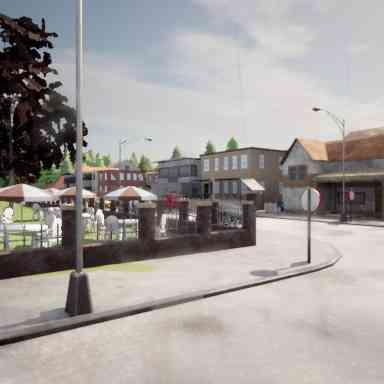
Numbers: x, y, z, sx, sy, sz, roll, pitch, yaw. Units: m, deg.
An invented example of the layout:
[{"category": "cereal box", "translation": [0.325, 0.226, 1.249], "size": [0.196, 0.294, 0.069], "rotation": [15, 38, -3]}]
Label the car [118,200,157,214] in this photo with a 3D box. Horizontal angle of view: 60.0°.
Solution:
[{"category": "car", "translation": [-5.948, 1.534, 35.939], "size": [1.812, 1.442, 4.674], "rotation": [0, 0, -35]}]

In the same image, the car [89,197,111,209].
[{"category": "car", "translation": [-12.659, 1.486, 45.424], "size": [1.882, 1.535, 5.008], "rotation": [0, 0, -35]}]

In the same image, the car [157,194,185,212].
[{"category": "car", "translation": [-2.859, 1.232, 38.818], "size": [2.150, 2.045, 5.566], "rotation": [0, 0, -35]}]

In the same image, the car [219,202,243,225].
[{"category": "car", "translation": [2.464, 1.513, 24.125], "size": [1.837, 1.490, 4.892], "rotation": [0, 0, -35]}]

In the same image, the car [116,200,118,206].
[{"category": "car", "translation": [-10.433, 1.574, 49.458], "size": [1.994, 1.385, 4.181], "rotation": [0, 0, -35]}]
